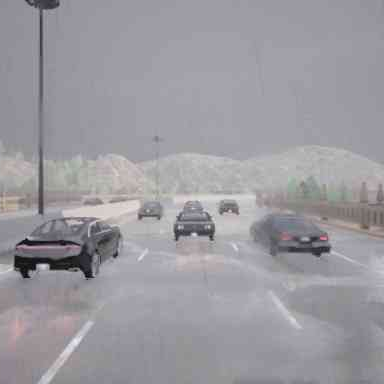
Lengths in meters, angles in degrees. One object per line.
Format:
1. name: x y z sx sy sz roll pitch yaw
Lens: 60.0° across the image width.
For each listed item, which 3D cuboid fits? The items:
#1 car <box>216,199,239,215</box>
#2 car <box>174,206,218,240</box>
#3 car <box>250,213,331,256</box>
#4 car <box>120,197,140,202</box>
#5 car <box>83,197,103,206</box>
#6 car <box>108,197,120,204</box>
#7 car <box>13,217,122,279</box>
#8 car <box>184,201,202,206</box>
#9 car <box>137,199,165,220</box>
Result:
1. car: 3.605 1.506 33.822 1.837 1.490 4.892 0 0 0
2. car: 0.103 1.602 17.045 1.895 1.301 4.718 0 0 0
3. car: 3.602 1.548 13.094 2.033 1.411 5.357 0 0 0
4. car: -9.615 1.549 55.215 2.033 1.411 5.357 0 0 7
5. car: -16.521 1.565 55.682 1.994 1.385 4.181 0 0 7
6. car: -12.775 1.549 57.791 2.033 1.411 5.357 0 0 8
7. car: -3.399 1.492 10.011 2.128 1.511 4.902 0 0 0
8. car: 0.103 1.566 34.507 1.994 1.385 4.181 0 0 0
9. car: -3.397 1.549 28.302 2.033 1.411 5.357 0 0 0
